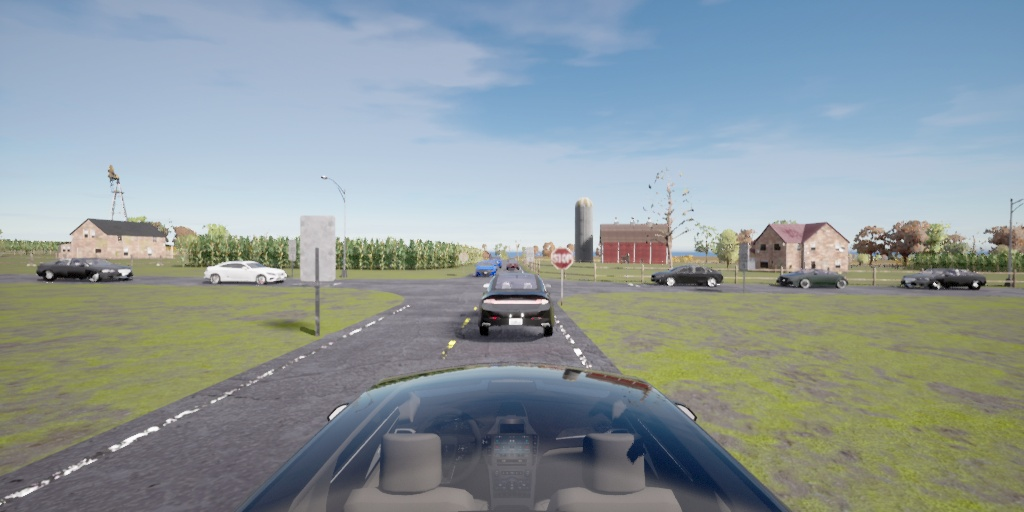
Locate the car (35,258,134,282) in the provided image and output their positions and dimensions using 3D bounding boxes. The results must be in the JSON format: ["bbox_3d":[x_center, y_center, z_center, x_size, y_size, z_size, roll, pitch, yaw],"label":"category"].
[{"bbox_3d":[-27.378,0.871,23.096,4.902,1.511,2.128,1,1,0],"label":"car"}]

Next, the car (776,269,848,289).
[{"bbox_3d":[21.871,1.619,26.213,4.181,1.385,1.994,1,1,0],"label":"car"}]

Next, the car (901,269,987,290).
[{"bbox_3d":[31.479,1.676,26.238,4.902,1.511,2.128,1,1,0],"label":"car"}]

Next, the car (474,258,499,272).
[{"bbox_3d":[-2.518,1.226,34.099,1.882,1.535,5.008,0,0,-5],"label":"car"}]

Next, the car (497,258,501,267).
[{"bbox_3d":[-2.833,1.305,47.538,2.033,1.411,5.357,0,0,0],"label":"car"}]

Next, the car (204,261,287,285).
[{"bbox_3d":[-17.134,1.057,23.128,4.674,1.442,1.812,1,1,0],"label":"car"}]

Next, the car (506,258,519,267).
[{"bbox_3d":[0.115,1.310,53.645,2.033,1.411,5.357,0,0,0],"label":"car"}]

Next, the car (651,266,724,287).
[{"bbox_3d":[12.739,1.433,26.228,4.892,1.490,1.837,1,1,1],"label":"car"}]

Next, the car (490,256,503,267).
[{"bbox_3d":[-2.809,0.993,60.069,2.150,2.045,5.566,0,0,0],"label":"car"}]

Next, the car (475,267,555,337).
[{"bbox_3d":[0.143,1.237,10.343,2.128,1.511,4.902,0,0,1],"label":"car"}]
